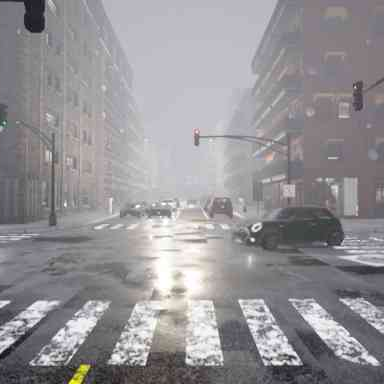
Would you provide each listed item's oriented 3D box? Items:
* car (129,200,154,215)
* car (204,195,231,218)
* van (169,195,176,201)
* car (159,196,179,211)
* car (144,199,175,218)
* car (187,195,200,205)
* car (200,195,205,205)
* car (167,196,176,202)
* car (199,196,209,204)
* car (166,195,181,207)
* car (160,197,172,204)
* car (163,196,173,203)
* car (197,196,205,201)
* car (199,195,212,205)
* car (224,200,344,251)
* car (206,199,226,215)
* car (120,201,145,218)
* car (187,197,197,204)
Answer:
[{"bbox_3d":[-5.326,1.603,35.720,1.947,1.339,4.313,1,0,0],"label":"car"},{"bbox_3d":[2.562,1.346,30.211,2.192,1.841,5.009,1,0,0],"label":"car"},{"bbox_3d":[-5.371,1.647,91.348,1.690,1.788,3.998,1,0,0],"label":"van"},{"bbox_3d":[-2.858,1.571,40.284,1.812,1.442,4.674,0,0,0],"label":"car"},{"bbox_3d":[-2.866,1.595,30.394,1.994,1.385,4.181,0,0,0],"label":"car"},{"bbox_3d":[0.054,1.603,60.172,2.128,1.511,4.902,0,0,0],"label":"car"},{"bbox_3d":[2.552,1.362,41.336,2.192,1.841,5.009,1,0,0],"label":"car"},{"bbox_3d":[-5.370,1.819,85.782,2.008,1.369,4.403,1,0,0],"label":"car"},{"bbox_3d":[2.525,1.601,69.134,1.967,1.590,4.097,1,0,0],"label":"car"},{"bbox_3d":[-2.797,1.598,50.485,1.812,1.442,4.674,0,0,0],"label":"car"},{"bbox_3d":[-5.356,1.711,69.092,2.008,1.369,4.403,1,0,0],"label":"car"},{"bbox_3d":[-5.360,1.719,74.484,1.752,1.417,4.829,1,0,0],"label":"car"},{"bbox_3d":[2.506,1.872,91.384,1.947,1.339,4.313,1,0,0],"label":"car"},{"bbox_3d":[2.532,1.443,63.570,2.192,1.841,5.009,1,0,0],"label":"car"},{"bbox_3d":[3.946,1.353,13.886,4.553,1.767,2.097,0,-1,-19],"label":"car"},{"bbox_3d":[2.554,1.563,35.940,1.752,1.417,4.829,1,0,0],"label":"car"},{"bbox_3d":[-5.322,1.597,30.159,1.947,1.339,4.313,1,0,0],"label":"car"},{"bbox_3d":[0.009,1.730,70.406,1.994,1.385,4.181,0,0,0],"label":"car"}]
